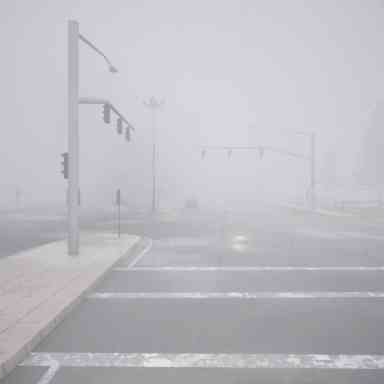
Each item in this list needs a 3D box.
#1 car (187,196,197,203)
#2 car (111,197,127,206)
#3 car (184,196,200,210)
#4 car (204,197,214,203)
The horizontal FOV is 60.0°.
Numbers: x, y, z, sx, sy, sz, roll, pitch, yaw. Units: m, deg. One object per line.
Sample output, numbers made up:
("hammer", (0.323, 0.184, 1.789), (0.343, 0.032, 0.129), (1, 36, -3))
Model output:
("car", (-0.059, 1.564, 68.915), (1.994, 1.385, 4.181), (0, 0, 0))
("car", (-11.622, 1.526, 53.190), (1.812, 1.442, 4.674), (0, 0, 0))
("car", (-0.037, 1.526, 43.480), (1.812, 1.442, 4.674), (0, 0, 0))
("car", (3.441, 1.601, 68.949), (1.895, 1.301, 4.718), (0, 0, 0))
